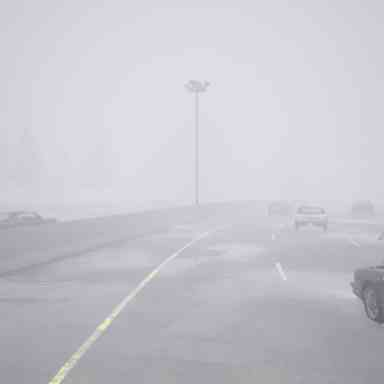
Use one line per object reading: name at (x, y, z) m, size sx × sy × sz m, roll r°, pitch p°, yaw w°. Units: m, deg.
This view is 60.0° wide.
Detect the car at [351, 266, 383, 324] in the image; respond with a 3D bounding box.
car at (3.862, 1.547, 4.042) m, size 2.033 × 1.411 × 5.357 m, roll 0°, pitch 0°, yaw 4°

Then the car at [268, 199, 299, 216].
car at (8.674, 1.492, 32.229) m, size 2.128 × 1.511 × 4.902 m, roll 0°, pitch 0°, yaw 26°

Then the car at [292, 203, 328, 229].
car at (7.736, 1.601, 21.584) m, size 1.895 × 1.301 × 4.718 m, roll 0°, pitch 0°, yaw 20°

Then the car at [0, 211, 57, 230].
car at (-8.659, 1.601, 15.824) m, size 1.895 × 1.301 × 4.718 m, roll 0°, pitch 0°, yaw 13°

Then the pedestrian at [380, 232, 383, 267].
pedestrian at (5.612, 1.294, 9.290) m, size 0.375 × 1.860 × 0.375 m, roll 0°, pitch 0°, yaw 9°

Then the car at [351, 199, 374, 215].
car at (17.417, 1.478, 33.984) m, size 1.882 × 1.535 × 5.008 m, roll 0°, pitch 0°, yaw 27°

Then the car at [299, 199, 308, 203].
car at (13.088, 1.547, 40.973) m, size 2.033 × 1.411 × 5.357 m, roll 0°, pitch 0°, yaw 28°
